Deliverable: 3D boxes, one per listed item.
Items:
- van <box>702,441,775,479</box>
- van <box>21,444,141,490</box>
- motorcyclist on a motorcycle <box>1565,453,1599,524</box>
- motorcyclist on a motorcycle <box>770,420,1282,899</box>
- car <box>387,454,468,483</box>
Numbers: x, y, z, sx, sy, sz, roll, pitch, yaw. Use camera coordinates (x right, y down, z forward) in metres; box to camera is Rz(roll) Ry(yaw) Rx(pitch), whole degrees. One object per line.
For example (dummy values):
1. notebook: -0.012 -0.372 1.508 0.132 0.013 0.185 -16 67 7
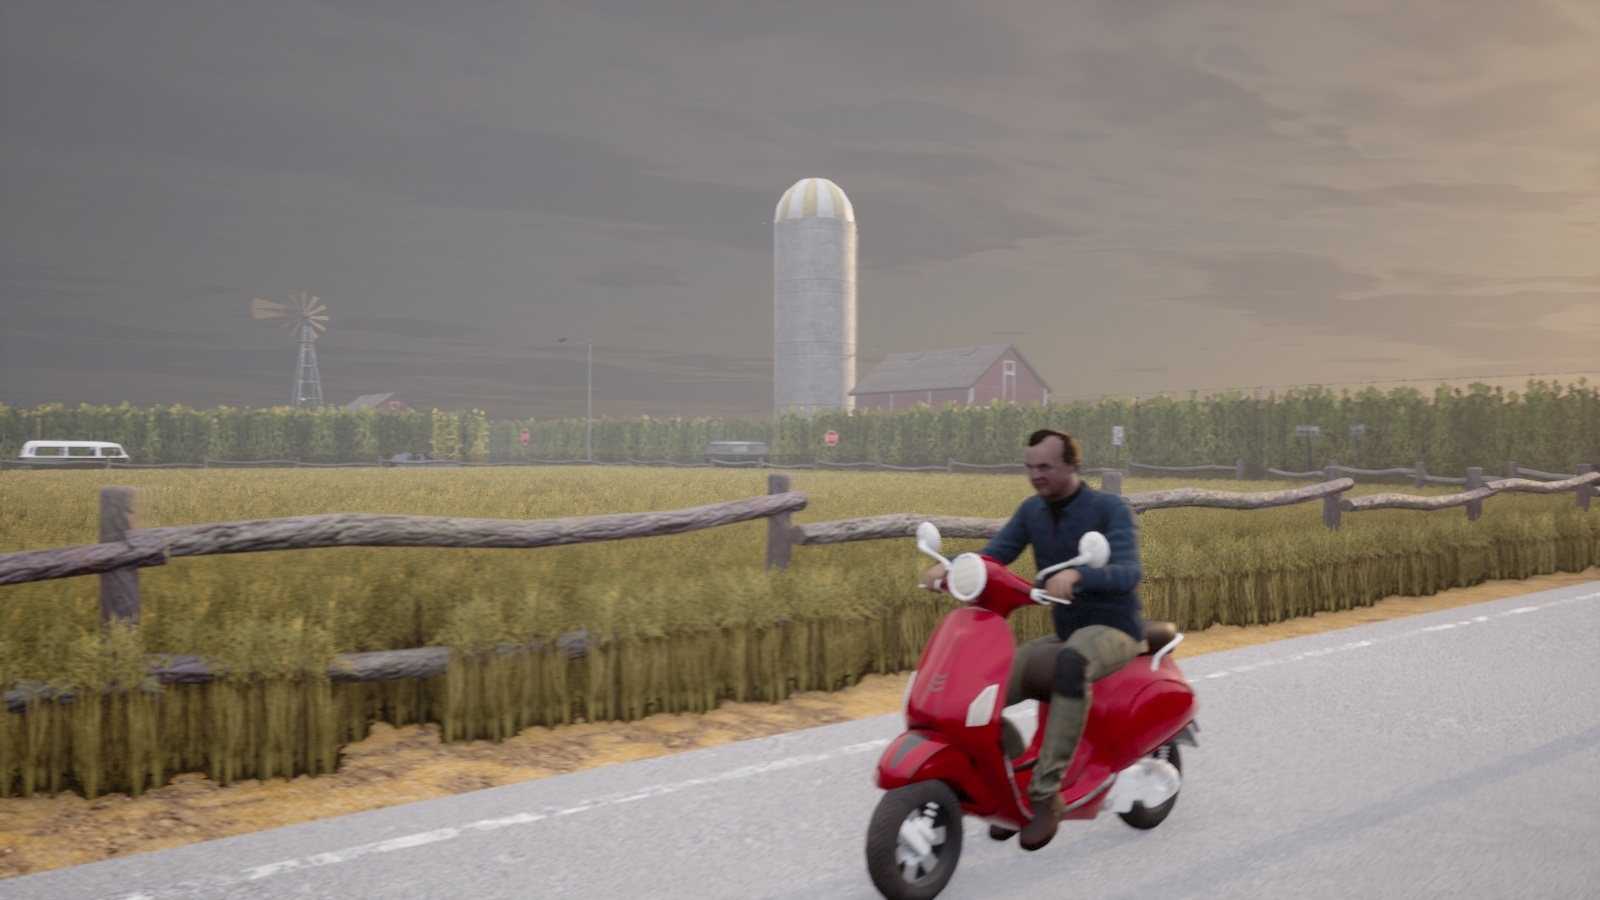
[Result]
1. van: -3.401 0.515 68.415 1.775 1.987 4.442 0 0 -37
2. van: -32.447 0.739 56.695 4.480 2.038 2.069 0 0 -37
3. motorcyclist on a motorcycle: 17.695 0.822 27.398 0.866 1.530 2.191 0 0 6
4. motorcyclist on a motorcycle: 0.871 0.711 4.555 1.817 1.590 0.866 0 0 -40
5. car: -19.667 0.955 66.334 3.633 1.501 1.845 -1 0 -37
